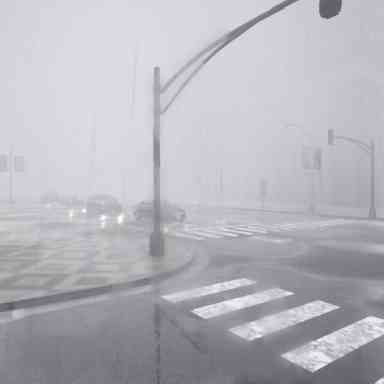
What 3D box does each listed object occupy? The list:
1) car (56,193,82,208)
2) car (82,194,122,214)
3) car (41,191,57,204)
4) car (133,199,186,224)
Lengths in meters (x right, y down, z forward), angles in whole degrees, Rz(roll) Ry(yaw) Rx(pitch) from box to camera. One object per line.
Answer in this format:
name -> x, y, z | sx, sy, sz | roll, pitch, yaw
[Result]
car -> -13.920, 1.068, 38.542 | 1.895, 1.301, 4.718 | 0, 1, -36
car -> -8.093, 0.963, 30.437 | 2.097, 1.767, 4.553 | 0, 1, -36
car -> -19.715, 0.671, 46.652 | 2.097, 1.767, 4.553 | 0, 1, -35
car -> -2.272, 1.243, 22.351 | 2.128, 1.511, 4.902 | 0, 1, -36
